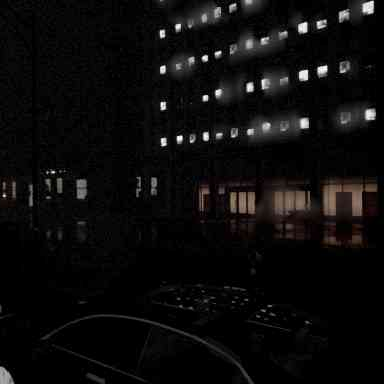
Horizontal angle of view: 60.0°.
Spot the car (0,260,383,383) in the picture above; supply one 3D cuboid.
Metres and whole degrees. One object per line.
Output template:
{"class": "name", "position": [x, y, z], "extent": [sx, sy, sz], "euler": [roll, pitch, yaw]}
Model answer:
{"class": "car", "position": [-0.220, 1.552, 3.040], "extent": [4.403, 1.369, 2.008], "euler": [0, -1, 35]}

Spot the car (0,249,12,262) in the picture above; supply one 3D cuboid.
{"class": "car", "position": [-4.760, 1.554, 6.263], "extent": [4.403, 1.369, 2.008], "euler": [0, -1, 35]}
